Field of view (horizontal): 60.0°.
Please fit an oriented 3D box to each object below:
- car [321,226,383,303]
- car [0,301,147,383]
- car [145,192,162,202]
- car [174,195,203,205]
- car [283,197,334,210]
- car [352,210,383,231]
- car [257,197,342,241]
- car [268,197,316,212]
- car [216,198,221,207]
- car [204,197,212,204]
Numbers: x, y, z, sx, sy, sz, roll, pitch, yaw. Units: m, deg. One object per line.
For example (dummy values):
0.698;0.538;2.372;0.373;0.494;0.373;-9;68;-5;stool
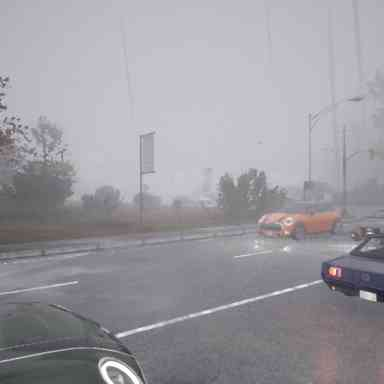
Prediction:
4.989;1.573;7.289;4.718;1.301;1.895;0;0;-35;car
-2.483;1.352;1.952;4.553;1.767;2.097;0;0;-36;car
-7.564;1.021;60.079;2.150;2.045;5.566;-1;0;-38;car
-0.969;1.287;51.752;2.128;1.511;4.902;-1;0;-38;car
13.580;1.303;39.150;2.033;1.411;5.357;-1;0;-39;car
8.771;1.478;14.519;4.181;1.385;1.994;-1;0;-35;car
5.334;1.281;16.369;4.553;1.767;2.097;-1;0;-35;car
10.947;1.291;36.839;1.837;1.490;4.892;-1;0;-39;car
5.245;1.142;43.967;2.097;1.767;4.553;-1;0;-39;car
1.279;1.291;54.546;1.812;1.442;4.674;-1;0;-38;car
